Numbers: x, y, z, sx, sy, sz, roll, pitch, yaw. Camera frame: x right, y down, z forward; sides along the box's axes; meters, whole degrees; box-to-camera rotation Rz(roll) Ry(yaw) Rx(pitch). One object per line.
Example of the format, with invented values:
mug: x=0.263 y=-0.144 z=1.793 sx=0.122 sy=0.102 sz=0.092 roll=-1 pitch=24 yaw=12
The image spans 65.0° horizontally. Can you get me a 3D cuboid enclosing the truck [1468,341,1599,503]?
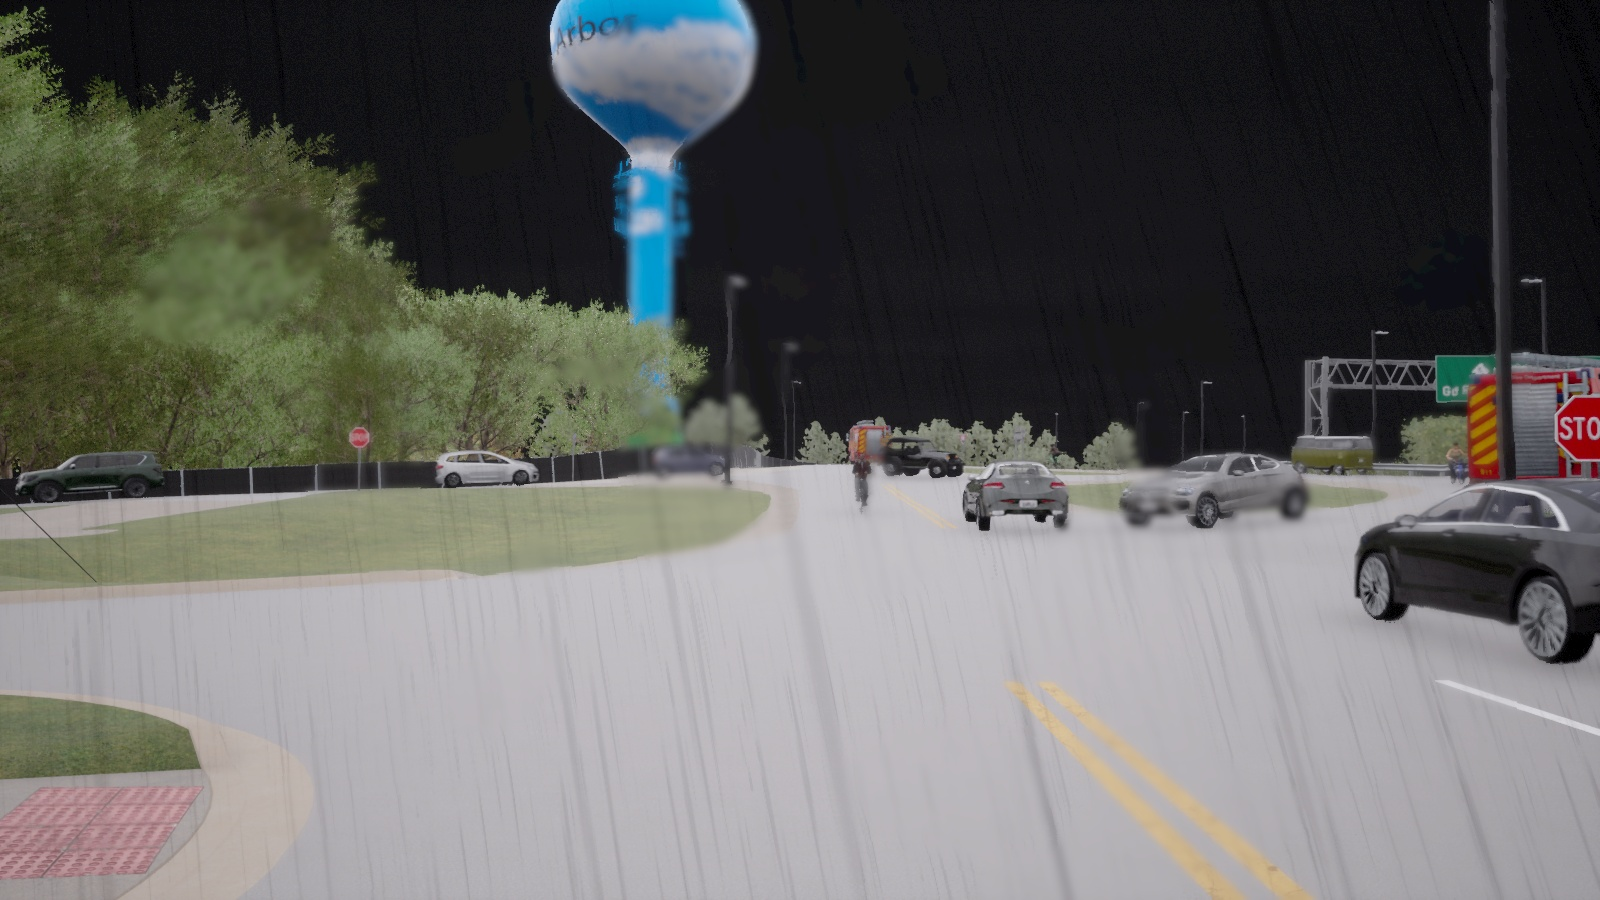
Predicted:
truck: x=21.150 y=-0.691 z=33.442 sx=8.468 sy=3.827 sz=2.891 roll=-1 pitch=-1 yaw=-40

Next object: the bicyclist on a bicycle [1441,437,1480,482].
bicyclist on a bicycle: x=24.674 y=0.347 z=46.938 sx=0.866 sy=1.612 sz=1.509 roll=-2 pitch=0 yaw=12

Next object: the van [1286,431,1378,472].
van: x=26.909 y=0.089 z=63.667 sx=1.775 sy=1.987 sz=4.442 roll=1 pitch=0 yaw=-19

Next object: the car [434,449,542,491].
car: x=-14.083 y=0.882 z=56.826 sx=4.611 sy=1.667 sz=2.242 roll=-2 pitch=0 yaw=-13

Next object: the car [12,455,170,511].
car: x=-30.371 y=1.399 z=53.889 sx=5.566 sy=2.045 sz=2.150 roll=-3 pitch=0 yaw=-37

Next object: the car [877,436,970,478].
car: x=5.770 y=0.303 z=58.876 sx=3.866 sy=1.878 sz=1.905 roll=1 pitch=2 yaw=35

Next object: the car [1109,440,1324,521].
car: x=9.826 y=0.687 z=29.481 sx=5.027 sy=1.651 sz=2.152 roll=-2 pitch=-1 yaw=-35

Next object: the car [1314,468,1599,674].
car: x=6.904 y=0.924 z=11.699 sx=2.128 sy=1.511 sz=4.902 roll=0 pitch=-1 yaw=-1

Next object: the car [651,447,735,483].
car: x=-5.034 y=0.681 z=58.794 sx=3.633 sy=1.501 sz=1.845 roll=-2 pitch=0 yaw=-13

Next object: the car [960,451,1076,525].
car: x=5.306 y=0.866 z=31.224 sx=2.152 sy=1.651 sz=5.027 roll=-1 pitch=0 yaw=2
